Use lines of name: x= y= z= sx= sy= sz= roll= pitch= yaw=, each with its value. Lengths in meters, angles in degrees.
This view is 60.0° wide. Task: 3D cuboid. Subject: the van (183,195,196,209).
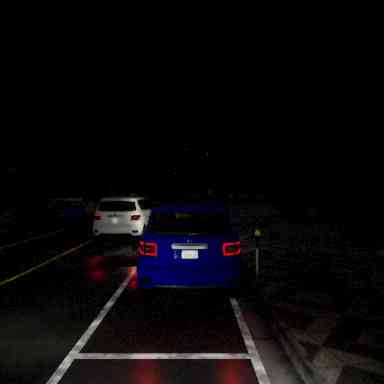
van: x=-0.384 y=1.353 z=45.324 sx=1.690 sy=1.788 sz=3.998 roll=0 pitch=0 yaw=0

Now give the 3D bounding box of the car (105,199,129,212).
car: x=-8.909 y=1.534 z=39.716 sx=1.752 sy=1.417 sz=4.829 roll=0 pitch=0 yaw=0

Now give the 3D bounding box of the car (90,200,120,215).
car: x=-8.909 y=1.572 z=34.448 sx=1.947 sy=1.339 sz=4.313 roll=0 pitch=0 yaw=0

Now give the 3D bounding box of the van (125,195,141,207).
van: x=-8.910 y=1.355 z=50.762 sx=1.690 sy=1.788 sz=3.998 roll=0 pitch=0 yaw=0

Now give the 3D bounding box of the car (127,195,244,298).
car: x=-0.039 y=1.220 z=8.680 sx=2.150 sy=2.045 sz=5.566 roll=0 pitch=0 yaw=0

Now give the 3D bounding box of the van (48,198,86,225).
van: x=-8.909 y=1.344 z=23.573 sx=1.690 sy=1.788 sz=3.998 roll=0 pitch=0 yaw=0

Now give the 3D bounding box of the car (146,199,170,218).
car: x=-3.142 y=1.513 z=31.577 sx=1.837 sy=1.490 sz=4.892 roll=0 pitch=0 yaw=0

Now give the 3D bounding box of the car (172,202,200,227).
car: x=-0.384 y=1.528 z=23.743 sx=1.752 sy=1.417 sz=4.829 roll=0 pitch=0 yaw=0

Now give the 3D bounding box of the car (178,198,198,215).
car: x=-0.384 y=1.446 z=34.448 sx=1.967 sy=1.590 sz=4.097 roll=0 pitch=0 yaw=0

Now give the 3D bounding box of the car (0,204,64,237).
car: x=-8.909 y=1.567 z=18.136 sx=1.947 sy=1.339 sz=4.313 roll=0 pitch=0 yaw=0

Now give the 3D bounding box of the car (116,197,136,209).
car: x=-8.910 y=1.452 z=45.324 sx=1.967 sy=1.590 sz=4.097 roll=0 pitch=0 yaw=0

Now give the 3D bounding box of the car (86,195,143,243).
car: x=-3.144 y=1.218 z=16.287 sx=2.150 sy=2.045 sz=5.566 roll=0 pitch=0 yaw=0

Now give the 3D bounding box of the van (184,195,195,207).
van: x=-0.384 y=1.355 z=50.761 sx=1.690 sy=1.788 sz=3.998 roll=0 pitch=0 yaw=0

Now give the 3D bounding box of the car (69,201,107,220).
car: x=-8.909 y=1.529 z=28.841 sx=1.752 sy=1.417 sz=4.829 roll=0 pitch=0 yaw=0

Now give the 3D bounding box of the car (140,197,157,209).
car: x=-6.151 y=1.491 z=47.530 sx=1.882 sy=1.535 sz=5.008 roll=0 pitch=0 yaw=0

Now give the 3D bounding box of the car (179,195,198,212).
car: x=-0.384 y=1.324 z=39.886 sx=2.192 sy=1.841 sz=5.009 roll=0 pitch=0 yaw=0
